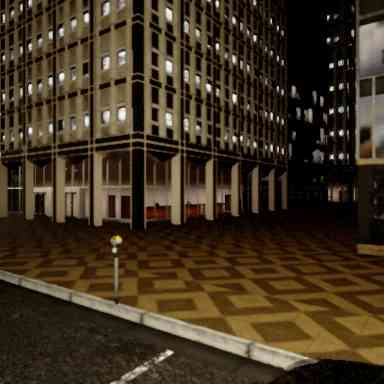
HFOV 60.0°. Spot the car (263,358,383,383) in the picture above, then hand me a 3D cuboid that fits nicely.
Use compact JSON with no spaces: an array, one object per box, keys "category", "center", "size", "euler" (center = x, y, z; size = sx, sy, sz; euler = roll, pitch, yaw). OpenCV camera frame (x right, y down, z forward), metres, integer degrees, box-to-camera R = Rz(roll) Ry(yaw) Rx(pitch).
[{"category":"car","center":[2.118,1.566,1.365],"size":[4.313,1.339,1.947],"euler":[0,0,35]}]
